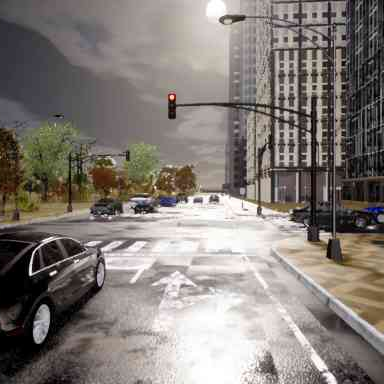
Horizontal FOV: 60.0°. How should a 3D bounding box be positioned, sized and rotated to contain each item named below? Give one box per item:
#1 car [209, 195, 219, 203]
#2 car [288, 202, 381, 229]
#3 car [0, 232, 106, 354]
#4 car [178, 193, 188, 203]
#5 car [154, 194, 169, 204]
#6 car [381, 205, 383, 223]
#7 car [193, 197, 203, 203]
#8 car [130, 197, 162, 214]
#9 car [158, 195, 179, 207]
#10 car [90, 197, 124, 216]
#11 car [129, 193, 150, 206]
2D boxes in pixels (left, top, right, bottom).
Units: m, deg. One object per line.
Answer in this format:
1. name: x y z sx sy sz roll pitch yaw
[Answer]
1. car: 4.702 1.356 70.504 2.097 1.767 4.553 0 0 5
2. car: 8.477 1.404 20.430 4.892 1.490 1.837 0 1 9
3. car: -3.023 1.504 6.175 1.837 1.490 4.892 0 0 1
4. car: -1.979 1.223 69.433 2.150 2.045 5.566 0 0 5
5. car: -5.741 1.348 63.768 2.097 1.767 4.553 0 0 5
6. car: 14.356 1.319 22.991 5.008 1.535 1.882 0 0 5
7. car: 1.385 1.603 69.480 1.895 1.301 4.718 0 0 5
8. car: -4.809 1.556 35.264 1.994 1.385 4.181 0 0 4
9. car: -3.603 1.470 50.301 1.882 1.535 5.008 0 0 5
10. car: -8.278 1.343 32.637 2.097 1.767 4.553 0 0 5
11. car: -7.159 1.212 46.654 2.150 2.045 5.566 0 0 4
